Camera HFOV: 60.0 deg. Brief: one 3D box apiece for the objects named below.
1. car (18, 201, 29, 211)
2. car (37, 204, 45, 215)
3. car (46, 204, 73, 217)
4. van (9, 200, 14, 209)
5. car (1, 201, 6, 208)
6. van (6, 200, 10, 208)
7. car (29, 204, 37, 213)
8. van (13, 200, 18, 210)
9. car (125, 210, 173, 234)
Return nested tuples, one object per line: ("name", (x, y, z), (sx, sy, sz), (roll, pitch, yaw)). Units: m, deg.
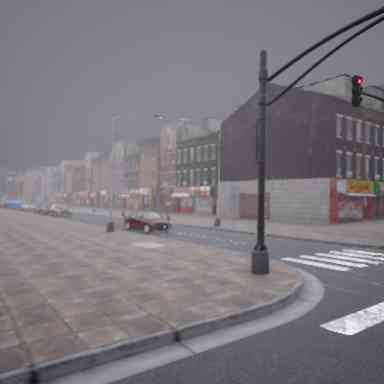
("car", (-28.730, 2.632, 58.282), (1.752, 1.417, 4.829), (0, -1, -36))
("car", (-19.140, 2.410, 44.934), (1.947, 1.339, 4.313), (0, -1, -36))
("car", (-15.912, 2.197, 40.442), (1.967, 1.590, 4.097), (0, -1, -36))
("van", (-35.288, 2.624, 67.413), (1.690, 1.788, 3.998), (0, -1, -36))
("car", (-41.747, 2.770, 76.404), (2.192, 1.841, 5.009), (0, -1, -36))
("van", (-38.518, 2.710, 71.909), (1.690, 1.788, 3.998), (0, -1, -36))
("car", (-22.370, 2.498, 49.429), (1.947, 1.339, 4.313), (0, -1, -36))
("van", (-32.059, 2.537, 62.918), (1.690, 1.788, 3.998), (0, -1, -36))
("car", (-2.994, 1.959, 22.461), (1.887, 1.381, 4.507), (1, -1, -36))
